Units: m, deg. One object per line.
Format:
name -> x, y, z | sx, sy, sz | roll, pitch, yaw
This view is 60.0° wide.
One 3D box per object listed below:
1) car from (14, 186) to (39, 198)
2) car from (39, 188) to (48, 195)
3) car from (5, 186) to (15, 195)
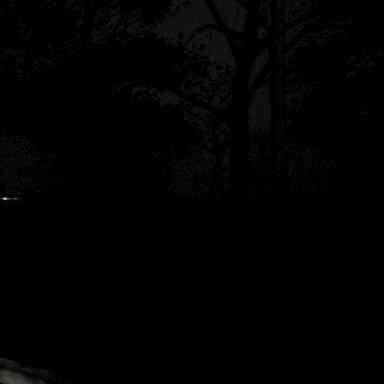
car -> -29.716, 0.128, 60.025 | 2.097, 1.767, 4.553 | -1, 2, -11
car -> -31.702, -0.154, 69.860 | 2.033, 1.411, 5.357 | -1, 2, -11
car -> -33.692, -0.084, 63.274 | 2.150, 2.045, 5.566 | -1, 2, -11
